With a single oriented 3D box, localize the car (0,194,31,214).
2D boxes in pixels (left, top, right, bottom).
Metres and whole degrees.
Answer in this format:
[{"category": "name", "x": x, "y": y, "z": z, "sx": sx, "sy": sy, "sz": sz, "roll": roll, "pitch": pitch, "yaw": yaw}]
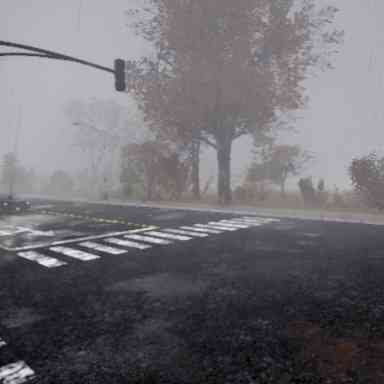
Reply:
[{"category": "car", "x": -13.850, "y": 0.827, "z": 24.793, "sx": 4.718, "sy": 1.301, "sz": 1.895, "roll": 2, "pitch": 3, "yaw": 42}]
